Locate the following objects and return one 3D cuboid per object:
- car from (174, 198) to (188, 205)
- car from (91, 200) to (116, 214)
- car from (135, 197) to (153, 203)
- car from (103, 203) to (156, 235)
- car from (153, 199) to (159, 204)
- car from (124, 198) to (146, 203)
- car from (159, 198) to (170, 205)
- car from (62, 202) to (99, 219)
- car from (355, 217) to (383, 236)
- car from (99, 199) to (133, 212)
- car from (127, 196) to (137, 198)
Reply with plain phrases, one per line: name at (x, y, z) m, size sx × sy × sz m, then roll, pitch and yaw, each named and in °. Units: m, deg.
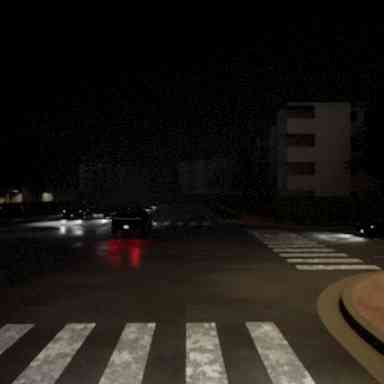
car at (-2.452, 2.097, 73.207) m, size 2.033 × 1.411 × 5.357 m, roll 0°, pitch 0°, yaw -18°
car at (-10.933, 1.794, 41.542) m, size 1.882 × 1.535 × 5.008 m, roll 0°, pitch 0°, yaw 0°
car at (-7.537, 1.916, 51.258) m, size 1.812 × 1.442 × 4.674 m, roll 0°, pitch 0°, yaw 0°
car at (-3.502, 1.644, 20.007) m, size 2.128 × 1.511 × 4.902 m, roll 0°, pitch 0°, yaw -1°
car at (-7.992, 2.039, 64.602) m, size 2.033 × 1.411 × 5.357 m, roll 0°, pitch 0°, yaw -5°
car at (-7.430, 1.806, 41.354) m, size 2.128 × 1.511 × 4.902 m, roll 0°, pitch 0°, yaw -1°
car at (-6.133, 2.083, 73.380) m, size 2.128 × 1.511 × 4.902 m, roll 0°, pitch 0°, yaw -18°
car at (-10.829, 1.846, 32.148) m, size 1.895 × 1.301 × 4.718 m, roll 0°, pitch 0°, yaw -1°
car at (11.584, 1.664, 17.494) m, size 5.357 × 1.411 × 2.033 m, roll 0°, pitch 0°, yaw -1°
car at (-7.288, 1.751, 32.219) m, size 1.837 × 1.490 × 4.892 m, roll 0°, pitch 0°, yaw -2°
car at (-11.336, 1.695, 62.226) m, size 2.150 × 2.045 × 5.566 m, roll 0°, pitch 0°, yaw -4°
